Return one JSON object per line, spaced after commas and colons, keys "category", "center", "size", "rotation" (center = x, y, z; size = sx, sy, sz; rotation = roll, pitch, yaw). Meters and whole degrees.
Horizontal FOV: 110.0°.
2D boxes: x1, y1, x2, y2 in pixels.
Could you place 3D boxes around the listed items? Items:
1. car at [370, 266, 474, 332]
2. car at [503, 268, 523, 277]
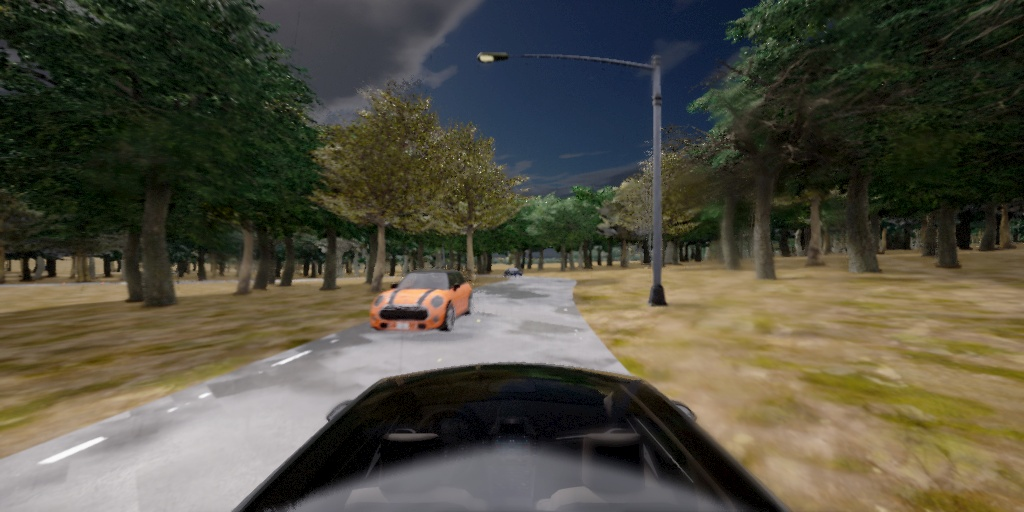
{"category": "car", "center": [-2.602, 1.220, 11.359], "size": [2.097, 1.767, 4.553], "rotation": [0, -1, 5]}
{"category": "car", "center": [0.115, 2.486, 53.997], "size": [2.033, 1.411, 5.357], "rotation": [0, -2, -15]}
